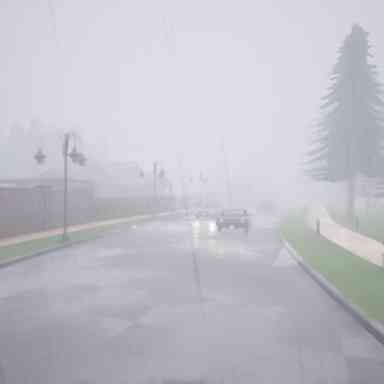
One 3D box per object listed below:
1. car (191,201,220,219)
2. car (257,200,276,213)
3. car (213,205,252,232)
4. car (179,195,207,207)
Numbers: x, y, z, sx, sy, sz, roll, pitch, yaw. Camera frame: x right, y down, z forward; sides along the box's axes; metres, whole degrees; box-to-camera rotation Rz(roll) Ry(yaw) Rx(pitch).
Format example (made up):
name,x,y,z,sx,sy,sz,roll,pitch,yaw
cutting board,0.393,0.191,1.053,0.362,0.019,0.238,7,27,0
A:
name,x,y,z,sx,sy,sz,roll,pitch,yaw
car,1.734,1.763,30.941,1.895,1.301,4.718,0,0,18
car,9.025,1.748,40.167,1.837,1.490,4.892,0,0,20
car,2.812,1.720,21.256,1.895,1.301,4.718,0,0,13
car,-0.164,1.429,51.437,3.866,1.878,1.905,0,0,20
